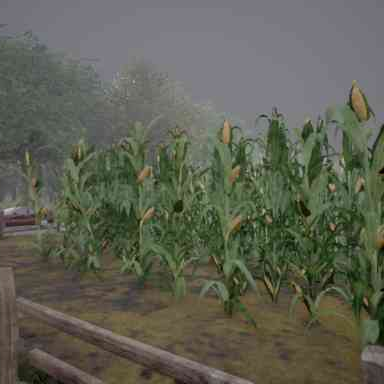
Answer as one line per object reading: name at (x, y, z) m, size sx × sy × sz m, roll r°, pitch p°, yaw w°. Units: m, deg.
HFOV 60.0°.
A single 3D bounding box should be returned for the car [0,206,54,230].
car at (-12.532, 1.809, 23.975) m, size 1.882 × 1.535 × 5.008 m, roll 0°, pitch -1°, yaw 34°
